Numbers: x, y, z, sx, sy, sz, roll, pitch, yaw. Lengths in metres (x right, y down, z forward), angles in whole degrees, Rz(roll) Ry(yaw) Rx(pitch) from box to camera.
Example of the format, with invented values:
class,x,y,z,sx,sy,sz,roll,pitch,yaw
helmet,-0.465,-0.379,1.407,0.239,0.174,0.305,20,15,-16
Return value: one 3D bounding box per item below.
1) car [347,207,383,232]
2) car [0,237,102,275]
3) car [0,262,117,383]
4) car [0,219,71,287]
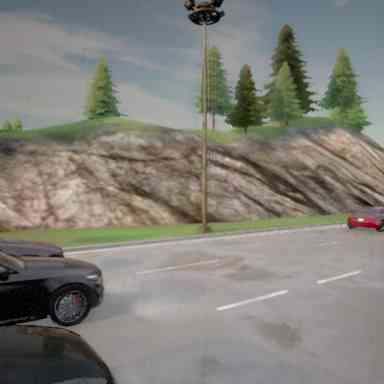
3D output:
class,x,y,z,sx,sy,sz,roll,pitch,yaw
car,11.518,1.604,20.667,4.181,1.385,1.994,0,0,-36
car,-3.787,1.530,5.360,4.674,1.442,1.812,0,0,-36
car,-2.500,1.564,1.979,4.181,1.385,1.994,0,0,-36
car,-5.981,1.554,8.098,5.357,1.411,2.033,0,0,-36
